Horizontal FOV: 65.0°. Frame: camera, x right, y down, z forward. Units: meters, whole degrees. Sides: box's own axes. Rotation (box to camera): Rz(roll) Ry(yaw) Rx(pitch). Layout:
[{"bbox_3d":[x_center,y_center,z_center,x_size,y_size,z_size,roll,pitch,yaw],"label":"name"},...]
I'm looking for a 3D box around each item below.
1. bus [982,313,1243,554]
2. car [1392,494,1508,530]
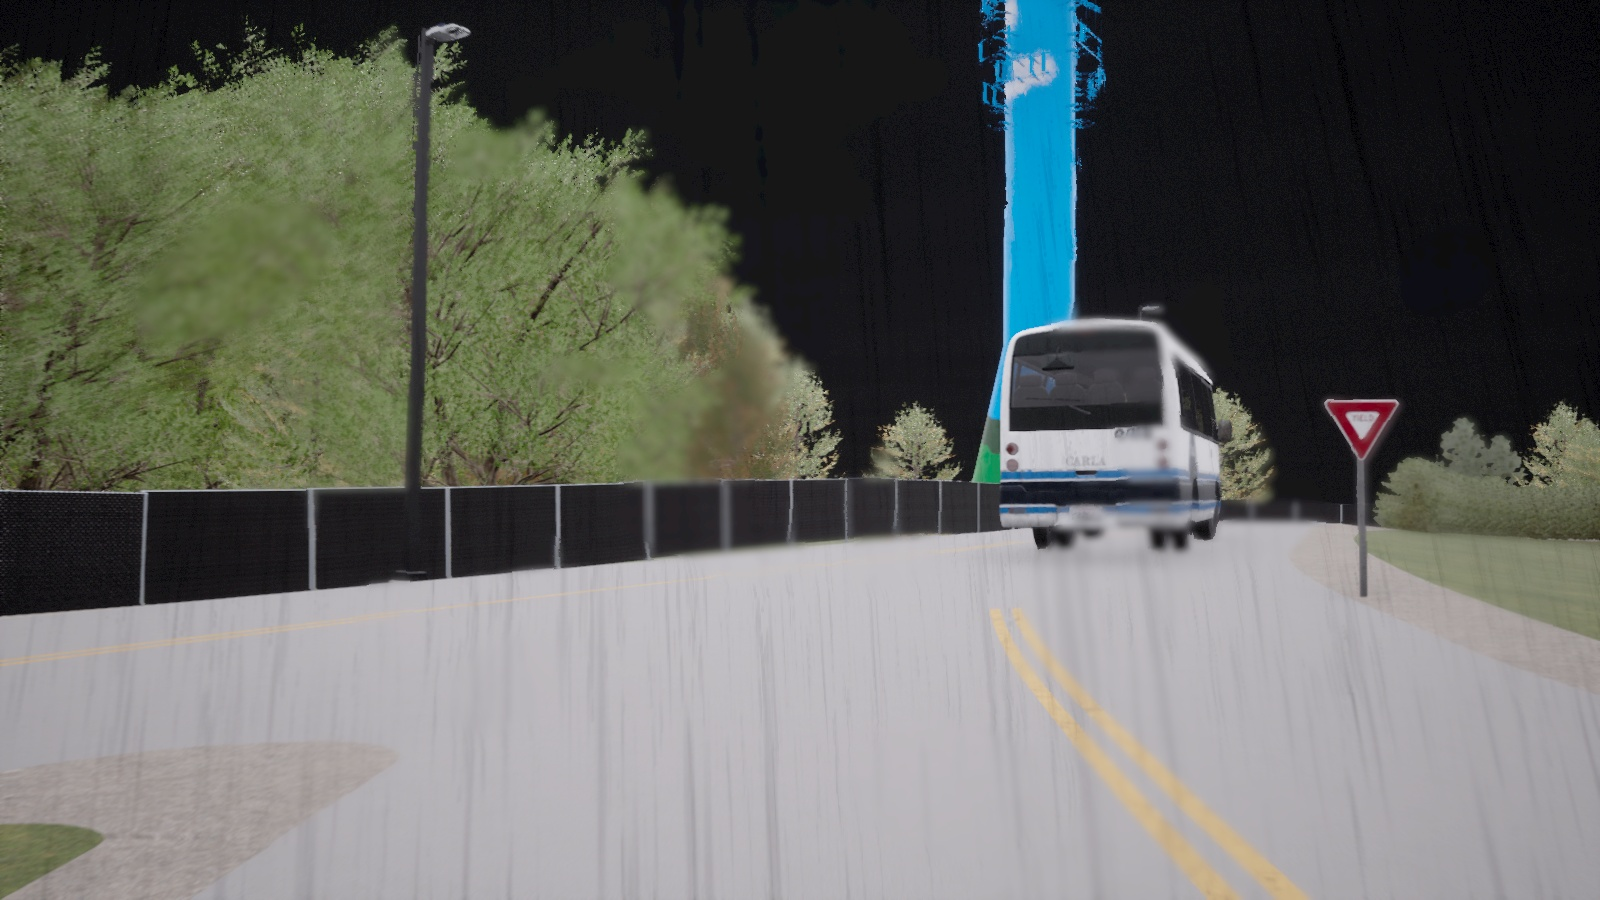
[{"bbox_3d":[7.270,-0.106,27.579,3.944,4.253,10.273,-2,-2,23],"label":"bus"},{"bbox_3d":[30.889,2.972,59.668,5.366,1.575,1.801,3,-4,-22],"label":"car"}]
